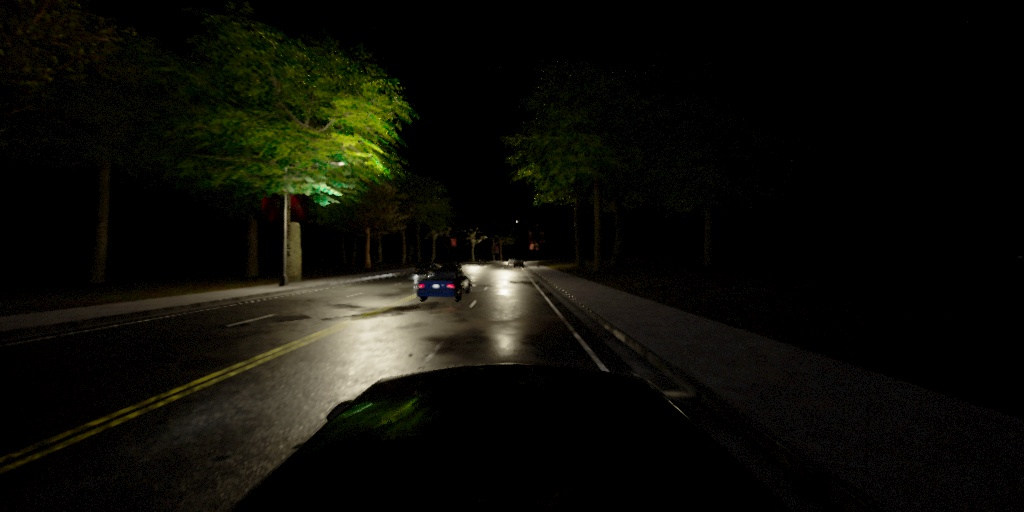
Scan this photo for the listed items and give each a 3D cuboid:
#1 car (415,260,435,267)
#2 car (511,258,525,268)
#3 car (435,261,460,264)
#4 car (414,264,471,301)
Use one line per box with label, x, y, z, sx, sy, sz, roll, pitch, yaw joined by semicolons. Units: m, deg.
car;-9.828;1.266;41.325;1.837;1.490;4.892;0;0;0
car;1.151;1.301;60.738;1.812;1.442;4.674;0;0;0
car;-6.582;1.265;38.699;1.837;1.490;4.892;0;0;0
car;-3.145;1.303;17.347;2.033;1.411;5.357;0;0;0
